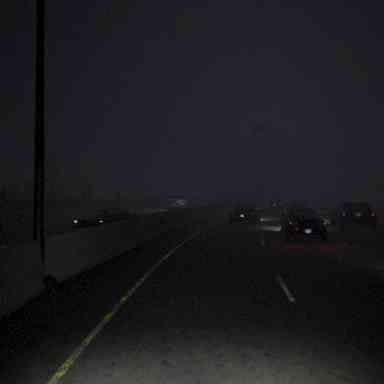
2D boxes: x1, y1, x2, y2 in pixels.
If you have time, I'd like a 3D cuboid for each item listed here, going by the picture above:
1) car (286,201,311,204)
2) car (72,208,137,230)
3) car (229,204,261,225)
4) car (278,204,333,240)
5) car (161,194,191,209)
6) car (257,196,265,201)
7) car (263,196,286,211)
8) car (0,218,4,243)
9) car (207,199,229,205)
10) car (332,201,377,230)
[{"bbox_3d":[11.413,1.618,34.790,1.994,1.385,4.181,0,0,24],"label":"car"},{"bbox_3d":[-4.874,1.603,19.176,1.895,1.301,4.718,0,0,12],"label":"car"},{"bbox_3d":[3.972,1.589,24.636,1.994,1.385,4.181,0,0,16],"label":"car"},{"bbox_3d":[5.609,1.540,16.965,1.812,1.442,4.674,0,0,12],"label":"car"},{"bbox_3d":[-2.179,1.315,47.370,2.150,2.045,5.566,0,0,28],"label":"car"},{"bbox_3d":[13.131,1.513,58.614,2.097,1.767,4.553,0,0,36],"label":"car"},{"bbox_3d":[10.909,1.582,41.721,2.163,1.488,4.792,0,0,27],"label":"car"},{"bbox_3d":[-9.478,1.336,12.680,2.097,1.767,4.553,0,0,8],"label":"car"},{"bbox_3d":[4.192,1.719,51.605,1.895,1.301,4.718,0,0,31],"label":"car"},{"bbox_3d":[10.344,1.377,21.605,2.097,1.767,4.553,0,0,15],"label":"car"}]
